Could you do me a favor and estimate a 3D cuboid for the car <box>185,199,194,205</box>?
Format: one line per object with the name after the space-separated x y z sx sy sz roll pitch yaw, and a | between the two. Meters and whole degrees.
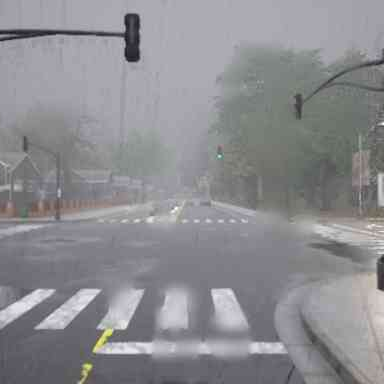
-0.583 2.262 77.605 1.895 1.301 4.718 0 -1 -1 | car

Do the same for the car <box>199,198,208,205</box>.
2.667 2.206 77.610 2.033 1.411 5.357 0 -1 -1 | car

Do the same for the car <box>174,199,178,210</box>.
-3.620 2.074 52.159 1.837 1.490 4.892 0 -1 0 | car

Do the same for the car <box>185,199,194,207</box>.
-0.470 2.272 67.151 2.033 1.411 5.357 0 -1 -1 | car

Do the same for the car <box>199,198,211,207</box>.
2.776 2.081 67.576 2.097 1.767 4.553 0 -1 -1 | car

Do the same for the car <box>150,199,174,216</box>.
-3.480 1.757 37.131 2.097 1.767 4.553 0 -1 0 | car
